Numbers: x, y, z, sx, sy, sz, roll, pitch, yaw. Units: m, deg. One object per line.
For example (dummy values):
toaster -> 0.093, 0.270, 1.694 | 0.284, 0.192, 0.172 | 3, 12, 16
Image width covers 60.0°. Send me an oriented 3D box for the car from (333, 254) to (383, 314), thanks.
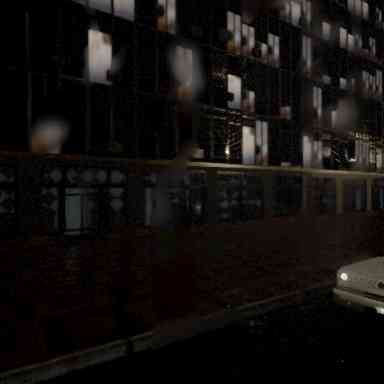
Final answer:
car -> 4.850, 1.570, 6.529 | 4.718, 1.301, 1.895 | 0, 0, -35
